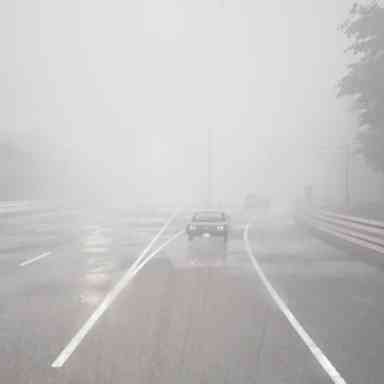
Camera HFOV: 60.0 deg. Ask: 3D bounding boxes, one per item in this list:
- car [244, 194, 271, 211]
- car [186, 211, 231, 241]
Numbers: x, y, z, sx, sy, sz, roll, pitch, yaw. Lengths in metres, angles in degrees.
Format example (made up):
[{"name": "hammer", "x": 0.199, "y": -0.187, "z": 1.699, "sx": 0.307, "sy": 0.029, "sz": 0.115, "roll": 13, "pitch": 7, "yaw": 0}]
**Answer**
[{"name": "car", "x": 7.929, "y": 1.234, "z": 39.981, "sx": 2.150, "sy": 2.045, "sz": 5.566, "roll": 0, "pitch": 0, "yaw": 25}, {"name": "car", "x": 0.961, "y": 1.600, "z": 16.687, "sx": 1.895, "sy": 1.301, "sz": 4.718, "roll": 0, "pitch": 0, "yaw": 8}]
